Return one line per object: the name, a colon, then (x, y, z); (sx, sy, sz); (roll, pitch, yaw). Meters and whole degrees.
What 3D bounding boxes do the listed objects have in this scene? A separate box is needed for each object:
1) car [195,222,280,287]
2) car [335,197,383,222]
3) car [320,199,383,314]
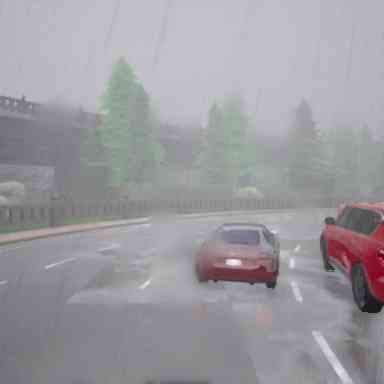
car: (1.445, 1.546, 9.423); (1.994, 1.385, 4.181); (0, 0, 15)
car: (13.546, 1.302, 26.226); (4.553, 1.767, 2.097); (0, 0, -35)
car: (4.453, 1.210, 7.523); (2.150, 2.045, 5.566); (0, 1, 11)
